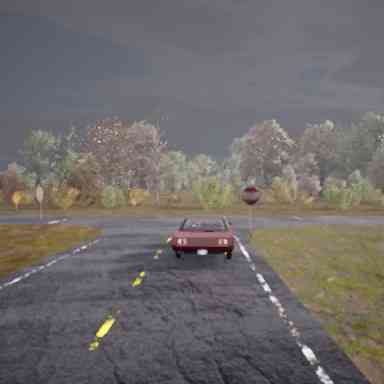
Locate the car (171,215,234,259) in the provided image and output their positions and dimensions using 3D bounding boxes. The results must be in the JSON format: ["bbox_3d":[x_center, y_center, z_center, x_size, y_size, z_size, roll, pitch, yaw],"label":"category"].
[{"bbox_3d":[0.487,1.467,12.011,1.895,1.301,4.718,0,1,4],"label":"car"}]

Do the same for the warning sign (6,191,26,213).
[{"bbox_3d":[-15.166,0.824,28.670,1.060,1.860,1.300,0,0,2],"label":"warning sign"}]
